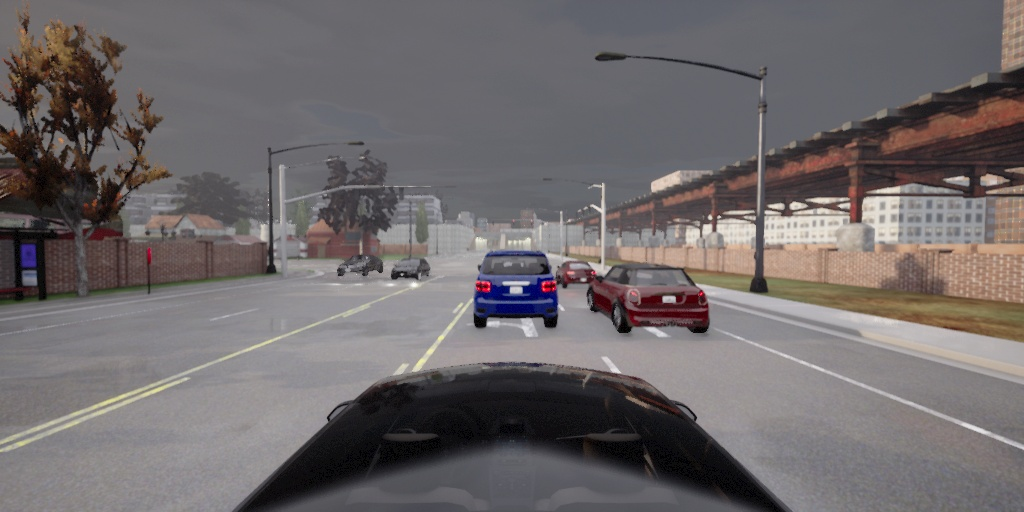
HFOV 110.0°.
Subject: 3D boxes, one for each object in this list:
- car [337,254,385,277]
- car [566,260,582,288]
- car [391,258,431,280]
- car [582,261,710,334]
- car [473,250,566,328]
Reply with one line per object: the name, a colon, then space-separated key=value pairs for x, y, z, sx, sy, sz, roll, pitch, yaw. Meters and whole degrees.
car: x=-10.530 y=0.582 z=25.292 sx=1.812 sy=1.442 sz=4.674 roll=0 pitch=1 yaw=0
car: x=3.578 y=0.969 z=20.236 sx=1.812 sy=1.442 sz=4.674 roll=0 pitch=1 yaw=0
car: x=-7.031 y=0.897 z=25.306 sx=1.837 sy=1.490 sz=4.892 roll=0 pitch=1 yaw=0
car: x=3.590 y=0.976 z=10.310 sx=2.097 sy=1.767 sz=4.553 roll=0 pitch=1 yaw=0
car: x=0.089 y=0.834 z=10.984 sx=2.150 sy=2.045 sz=5.566 roll=0 pitch=1 yaw=0
